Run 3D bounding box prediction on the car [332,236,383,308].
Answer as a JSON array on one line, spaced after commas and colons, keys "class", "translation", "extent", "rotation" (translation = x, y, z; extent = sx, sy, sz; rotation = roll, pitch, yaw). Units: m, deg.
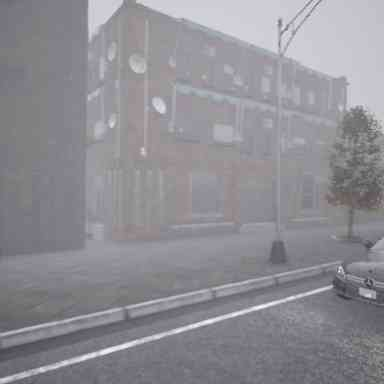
[{"class": "car", "translation": [5.019, 1.545, 7.261], "extent": [4.674, 1.442, 1.812], "rotation": [0, 0, -35]}]
